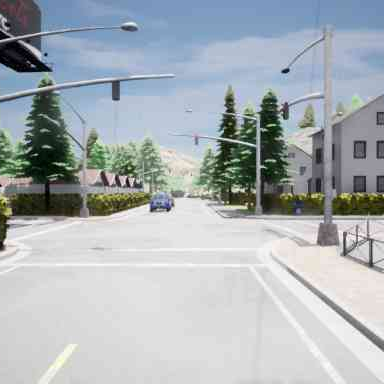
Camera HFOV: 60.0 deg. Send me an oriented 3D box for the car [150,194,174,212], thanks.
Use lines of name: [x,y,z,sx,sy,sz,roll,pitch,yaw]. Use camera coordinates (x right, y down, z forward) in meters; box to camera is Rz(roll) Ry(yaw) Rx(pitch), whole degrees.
car: [-3.612,1.221,39.025,2.150,2.045,5.566,0,0,0]
